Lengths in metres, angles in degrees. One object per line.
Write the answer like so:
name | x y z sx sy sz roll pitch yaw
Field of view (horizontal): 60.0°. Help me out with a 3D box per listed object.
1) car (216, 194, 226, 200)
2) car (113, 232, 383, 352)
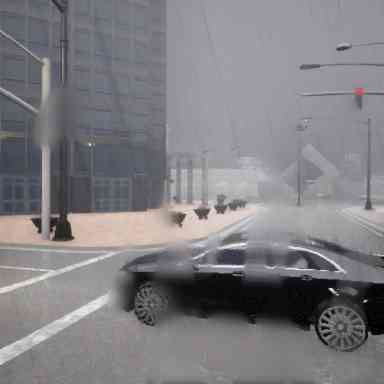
car | 7.072 1.206 81.243 1.837 1.490 4.892 0 0 18
car | 1.008 1.479 5.878 4.902 1.511 2.128 0 0 17
